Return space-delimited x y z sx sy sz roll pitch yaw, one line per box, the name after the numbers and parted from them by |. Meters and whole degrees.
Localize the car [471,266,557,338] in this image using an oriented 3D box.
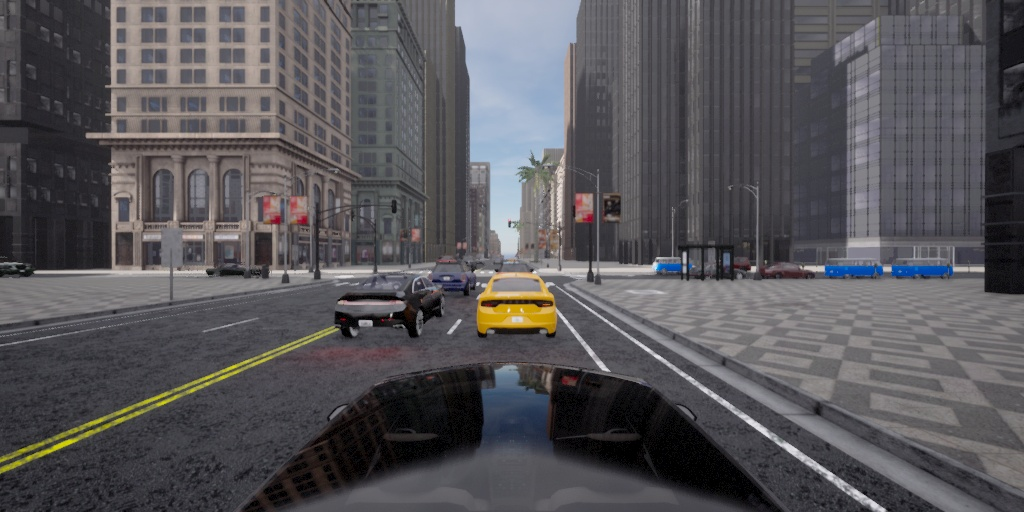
0.109 1.225 10.241 1.882 1.535 5.008 0 0 0 | car

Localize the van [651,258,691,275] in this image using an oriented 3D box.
17.114 1.054 38.387 3.998 1.789 1.690 0 0 0 | van

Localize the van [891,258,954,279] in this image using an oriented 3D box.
34.139 1.071 29.845 3.998 1.789 1.690 0 0 0 | van

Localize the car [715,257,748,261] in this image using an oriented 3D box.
22.791 1.024 38.381 5.009 1.841 2.192 0 0 0 | car

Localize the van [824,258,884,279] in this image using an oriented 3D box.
28.462 1.073 29.851 3.998 1.789 1.690 0 0 0 | van

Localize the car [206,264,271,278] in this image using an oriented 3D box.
-24.793 1.368 32.628 4.718 1.301 1.895 0 0 0 | car

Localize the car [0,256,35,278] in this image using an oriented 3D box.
-47.450 1.015 32.778 5.566 2.045 2.150 0 0 1 | car

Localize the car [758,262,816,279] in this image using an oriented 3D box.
22.785 1.318 29.856 4.207 1.307 1.802 0 0 0 | car

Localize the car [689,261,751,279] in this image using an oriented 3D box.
17.107 1.291 29.862 4.403 1.370 2.007 0 0 0 | car

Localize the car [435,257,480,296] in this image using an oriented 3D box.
-3.127 1.097 19.290 2.097 1.767 4.553 0 0 0 | car

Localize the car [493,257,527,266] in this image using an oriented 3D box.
0.123 1.097 19.315 2.097 1.767 4.553 0 0 0 | car

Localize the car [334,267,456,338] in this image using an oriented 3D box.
-3.140 1.239 10.151 2.128 1.511 4.902 0 0 0 | car
